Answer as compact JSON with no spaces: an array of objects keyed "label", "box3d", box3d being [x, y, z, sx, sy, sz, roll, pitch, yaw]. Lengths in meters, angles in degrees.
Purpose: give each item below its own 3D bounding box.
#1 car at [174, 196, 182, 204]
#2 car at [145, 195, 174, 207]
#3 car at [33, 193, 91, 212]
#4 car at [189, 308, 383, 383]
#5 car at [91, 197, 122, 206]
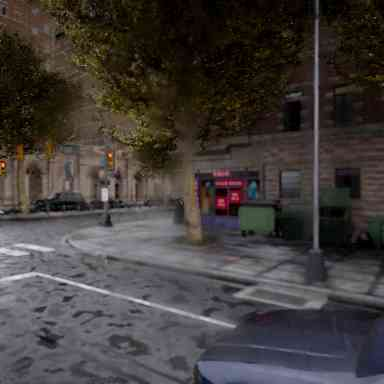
[{"label":"car","box3d":[-3.626,1.367,57.133,1.837,1.490,4.892,0,0,36]},{"label":"car","box3d":[-5.167,1.437,49.075,1.994,1.385,4.181,0,0,36]},{"label":"car","box3d":[-14.345,1.092,36.366,2.150,2.045,5.566,0,0,36]},{"label":"car","box3d":[2.541,1.551,2.175,5.357,1.411,2.033,0,0,36]},{"label":"car","box3d":[-12.853,1.441,49.811,1.895,1.301,4.718,0,0,36]}]
